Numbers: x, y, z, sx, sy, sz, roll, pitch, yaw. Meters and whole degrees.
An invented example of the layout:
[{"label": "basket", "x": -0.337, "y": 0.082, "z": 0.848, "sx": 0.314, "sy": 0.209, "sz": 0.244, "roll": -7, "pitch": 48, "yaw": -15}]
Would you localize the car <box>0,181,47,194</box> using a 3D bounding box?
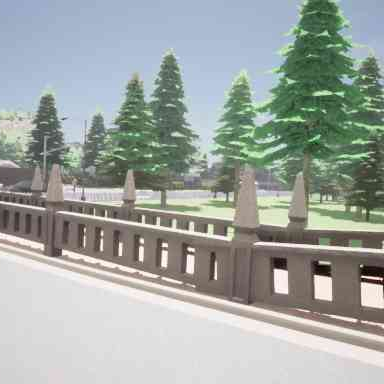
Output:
[{"label": "car", "x": -19.647, "y": -0.573, "z": 39.256, "sx": 2.097, "sy": 1.767, "sz": 4.553, "roll": 4, "pitch": 3, "yaw": 37}]
